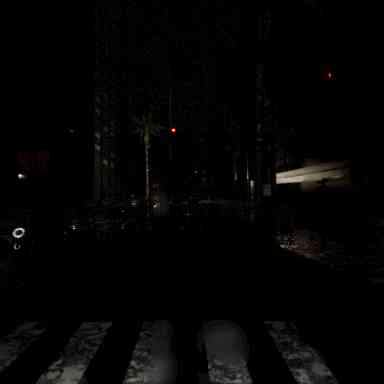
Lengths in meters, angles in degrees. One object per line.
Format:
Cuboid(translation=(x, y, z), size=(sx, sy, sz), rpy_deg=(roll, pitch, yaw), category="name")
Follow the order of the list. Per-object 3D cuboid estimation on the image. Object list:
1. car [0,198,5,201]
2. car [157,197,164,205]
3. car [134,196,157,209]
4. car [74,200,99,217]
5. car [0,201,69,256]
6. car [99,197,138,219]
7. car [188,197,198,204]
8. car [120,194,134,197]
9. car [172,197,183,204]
Cuboid(translation=(-9.831, 1.243, 13.963), size=(2.150, 2.045, 5.566), rpy_deg=(0, 0, 0), category="car")
Cuboid(translation=(-6.400, 1.717, 63.808), size=(2.128, 1.511, 4.902), rpy_deg=(0, 0, 0), category="car")
Cuboid(translation=(-6.519, 1.600, 46.796), size=(1.882, 1.535, 5.008), rpy_deg=(0, 0, 0), category="car")
Cuboid(translation=(-9.798, 1.548, 32.224), size=(1.882, 1.535, 5.008), rpy_deg=(0, 0, 0), category="car")
Cuboid(translation=(-6.582, 1.366, 13.016), size=(2.097, 1.767, 4.553), rpy_deg=(0, 0, 0), category="car")
Cuboid(translation=(-6.556, 1.542, 30.191), size=(1.882, 1.535, 5.008), rpy_deg=(0, 0, 0), category="car")
Cuboid(translation=(0.210, 1.787, 69.897), size=(1.994, 1.385, 4.181), rpy_deg=(0, 0, 0), category="car")
Cuboid(translation=(-9.765, 1.351, 49.676), size=(2.150, 2.045, 5.566), rpy_deg=(0, 0, 0), category="car")
Cuboid(translation=(-3.040, 1.787, 69.877), size=(1.994, 1.385, 4.181), rpy_deg=(0, 0, 0), category="car")
